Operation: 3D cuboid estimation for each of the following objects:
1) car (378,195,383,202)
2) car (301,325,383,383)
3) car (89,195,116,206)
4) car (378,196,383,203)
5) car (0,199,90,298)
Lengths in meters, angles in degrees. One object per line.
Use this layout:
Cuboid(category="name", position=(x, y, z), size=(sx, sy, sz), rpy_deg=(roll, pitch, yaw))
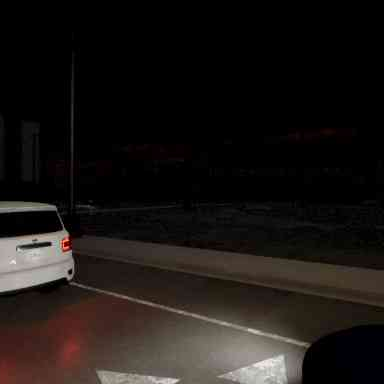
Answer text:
Cuboid(category="car", position=(39.928, 1.369, 67.953), size=(1.853, 1.218, 4.536), rpy_deg=(1, 1, 6))
Cuboid(category="car", position=(3.000, 1.516, 1.847), size=(4.674, 1.442, 1.812), rpy_deg=(0, 0, 35))
Cuboid(category="car", position=(-13.351, 1.175, 48.404), size=(1.837, 1.490, 4.892), rpy_deg=(1, 1, 35))
Cuboid(category="car", position=(39.921, 1.527, 67.903), size=(2.038, 1.542, 4.974), rpy_deg=(1, 1, 6))
Cuboid(category="car", position=(-5.037, 1.220, 7.580), size=(5.566, 2.045, 2.150), rpy_deg=(0, 0, 35))
